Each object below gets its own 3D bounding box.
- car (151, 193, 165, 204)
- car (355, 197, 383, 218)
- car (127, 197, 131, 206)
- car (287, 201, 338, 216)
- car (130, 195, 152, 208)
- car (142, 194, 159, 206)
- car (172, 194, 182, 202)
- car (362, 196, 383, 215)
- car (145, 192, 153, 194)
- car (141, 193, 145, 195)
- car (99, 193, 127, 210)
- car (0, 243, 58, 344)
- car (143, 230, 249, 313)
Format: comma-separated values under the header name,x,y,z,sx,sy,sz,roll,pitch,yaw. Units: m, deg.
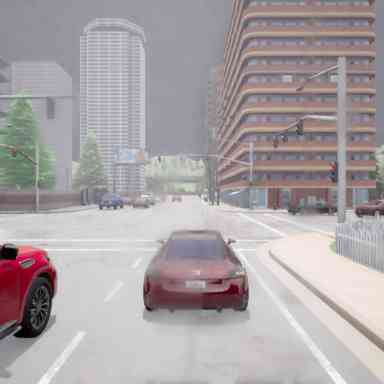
name,x,y,z,sx,sy,sz,roll,pitch,yaw
car,-7.044,1.526,65.993,1.812,1.442,4.674,0,0,0
car,16.573,1.422,29.026,5.008,1.535,1.882,0,0,-20
car,-10.599,1.526,53.773,1.812,1.442,4.674,0,0,0
car,11.418,1.545,31.297,4.718,1.301,1.895,0,0,-12
car,-7.090,1.526,46.873,1.812,1.442,4.674,0,0,-1
car,-7.097,1.526,55.730,1.812,1.442,4.674,0,0,0
car,-3.513,1.355,78.480,2.097,1.767,4.553,0,0,0
car,19.860,1.297,34.142,4.553,1.767,2.097,0,0,-27
car,-10.512,1.225,74.734,2.150,2.045,5.566,0,0,0
car,-10.554,1.505,64.206,1.837,1.490,4.892,0,0,0
car,-10.583,1.221,44.018,2.150,2.045,5.566,0,0,2
car,-3.432,1.221,3.461,2.150,2.045,5.566,0,0,0
car,0.092,1.564,7.741,1.994,1.385,4.181,0,0,1
